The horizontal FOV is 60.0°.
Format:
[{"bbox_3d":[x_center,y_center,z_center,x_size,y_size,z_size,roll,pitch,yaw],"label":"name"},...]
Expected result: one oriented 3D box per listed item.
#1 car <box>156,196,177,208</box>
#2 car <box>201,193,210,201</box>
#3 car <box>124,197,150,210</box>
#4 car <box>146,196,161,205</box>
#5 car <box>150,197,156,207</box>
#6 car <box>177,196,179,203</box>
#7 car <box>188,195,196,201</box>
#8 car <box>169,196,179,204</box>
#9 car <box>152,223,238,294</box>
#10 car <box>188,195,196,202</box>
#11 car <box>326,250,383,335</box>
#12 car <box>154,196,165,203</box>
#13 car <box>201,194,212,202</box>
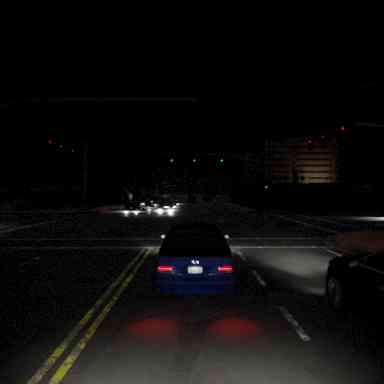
[{"bbox_3d":[-3.633,1.601,47.537,1.895,1.301,4.718,0,0,0],"label":"car"},{"bbox_3d":[3.439,1.228,84.590,2.097,1.767,4.553,0,0,0],"label":"car"},{"bbox_3d":[-7.171,1.547,42.288,2.033,1.411,5.357,0,0,2],"label":"car"},{"bbox_3d":[-7.107,1.547,61.730,2.033,1.411,5.357,0,0,0],"label":"car"},{"bbox_3d":[-7.130,1.505,51.930,1.837,1.490,4.892,0,0,0],"label":"car"},{"bbox_3d":[-3.624,1.491,56.854,2.128,1.511,4.902,0,0,0],"label":"car"},{"bbox_3d":[-0.061,1.425,84.616,1.994,1.385,4.181,0,0,0],"label":"car"},{"bbox_3d":[-3.569,1.505,66.900,1.837,1.490,4.892,0,0,0],"label":"car"},{"bbox_3d":[0.077,1.548,8.921,2.033,1.411,5.357,0,0,0],"label":"car"},{"bbox_3d":[-0.053,1.531,74.343,2.033,1.411,5.357,0,0,0],"label":"car"},{"bbox_3d":[3.560,1.492,4.724,2.128,1.511,4.902,0,0,0],"label":"car"},{"bbox_3d":[-7.051,1.552,71.649,1.994,1.385,4.181,0,0,0],"label":"car"},{"bbox_3d":[3.447,1.344,74.634,2.097,1.767,4.553,0,0,0],"label":"car"}]
